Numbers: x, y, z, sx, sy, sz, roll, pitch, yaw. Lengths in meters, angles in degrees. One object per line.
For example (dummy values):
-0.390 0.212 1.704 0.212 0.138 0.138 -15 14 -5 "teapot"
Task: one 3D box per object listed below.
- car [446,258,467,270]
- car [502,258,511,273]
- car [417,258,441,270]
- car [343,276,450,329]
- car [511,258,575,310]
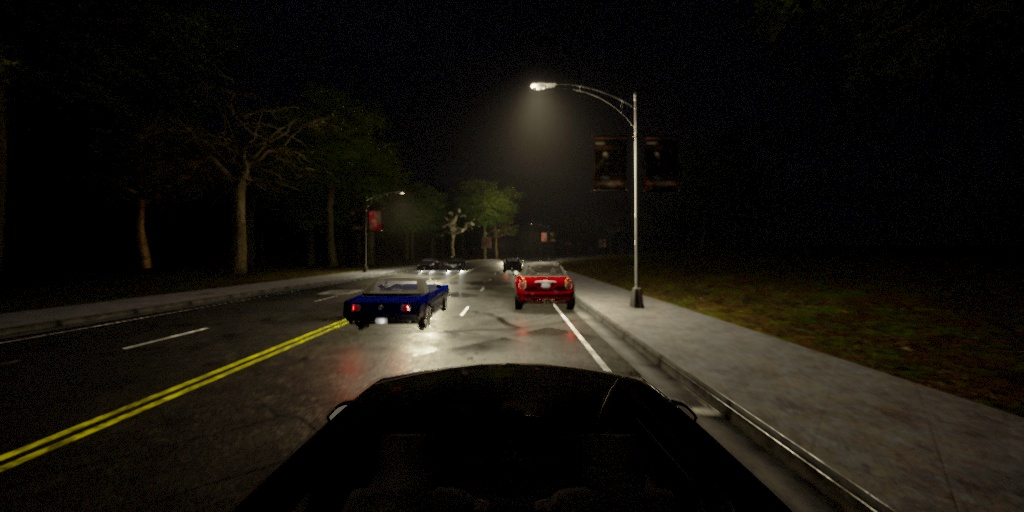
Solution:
-6.562 0.909 42.531 1.812 1.442 4.674 0 1 1 "car"
0.036 0.923 36.940 2.128 1.511 4.902 0 1 0 "car"
-9.828 0.928 42.877 2.033 1.411 5.357 0 0 0 "car"
-3.151 1.264 10.891 1.895 1.301 4.718 0 1 0 "car"
1.135 0.983 14.229 2.097 1.767 4.553 0 1 0 "car"
